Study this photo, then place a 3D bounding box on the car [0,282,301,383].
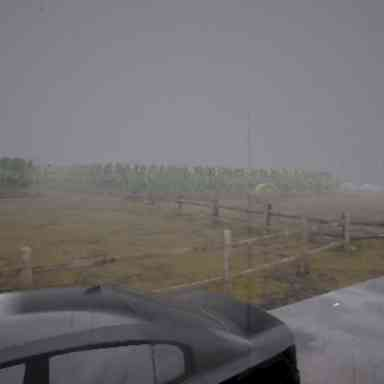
[{"bbox_3d":[-1.425,1.478,2.053,5.008,1.535,1.882,0,0,-35],"label":"car"}]
